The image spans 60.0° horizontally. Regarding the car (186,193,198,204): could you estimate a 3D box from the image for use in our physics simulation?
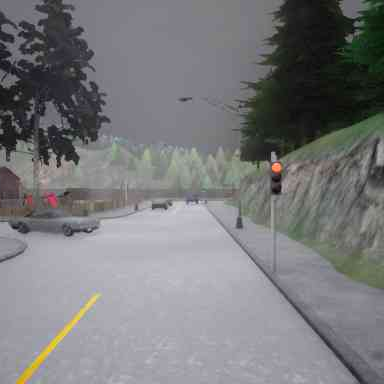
[{"bbox_3d":[0.051,1.221,62.528,2.150,2.045,5.566,0,0,0],"label":"car"}]

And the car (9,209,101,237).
[{"bbox_3d":[-7.265,1.601,17.777,4.718,1.301,1.895,0,0,21],"label":"car"}]

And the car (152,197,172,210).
[{"bbox_3d":[-4.064,1.478,42.896,1.882,1.535,5.008,0,0,0],"label":"car"}]
